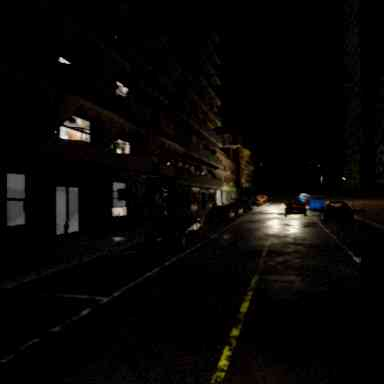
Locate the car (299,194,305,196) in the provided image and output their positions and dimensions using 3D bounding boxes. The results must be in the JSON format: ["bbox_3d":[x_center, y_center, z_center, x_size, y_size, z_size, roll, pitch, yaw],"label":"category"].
[{"bbox_3d":[19.587,1.482,56.401,1.752,1.417,4.829,-1,0,16],"label":"car"}]

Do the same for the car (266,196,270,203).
[{"bbox_3d":[14.536,1.509,69.249,2.192,1.841,5.009,-1,0,16],"label":"car"}]

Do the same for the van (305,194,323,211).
[{"bbox_3d":[14.958,1.283,40.171,1.690,1.788,3.998,-1,0,16],"label":"van"}]

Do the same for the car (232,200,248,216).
[{"bbox_3d":[3.850,1.711,31.754,2.008,1.369,4.403,-1,0,16],"label":"car"}]

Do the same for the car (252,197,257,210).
[{"bbox_3d":[6.857,1.694,42.304,1.752,1.417,4.829,-1,0,16],"label":"car"}]

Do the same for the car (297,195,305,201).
[{"bbox_3d":[27.221,1.510,83.183,1.752,1.417,4.829,-1,0,16],"label":"car"}]

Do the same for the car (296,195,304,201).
[{"bbox_3d":[28.701,1.535,88.376,1.887,1.381,4.507,-1,0,16],"label":"car"}]

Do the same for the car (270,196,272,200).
[{"bbox_3d":[19.119,1.757,85.317,1.887,1.381,4.507,-1,0,16],"label":"car"}]

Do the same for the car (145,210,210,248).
[{"bbox_3d":[-0.731,1.692,15.685,1.887,1.381,4.507,-1,0,16],"label":"car"}]

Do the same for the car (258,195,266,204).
[{"bbox_3d":[11.438,1.709,58.373,1.752,1.417,4.829,-1,0,16],"label":"car"}]

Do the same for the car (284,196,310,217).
[{"bbox_3d":[9.651,1.482,31.129,1.882,1.535,5.008,-2,0,16],"label":"car"}]

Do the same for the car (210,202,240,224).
[{"bbox_3d":[2.324,1.721,26.398,1.947,1.339,4.313,-1,0,16],"label":"car"}]

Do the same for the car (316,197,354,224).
[{"bbox_3d":[10.378,1.368,24.101,1.967,1.590,4.097,-1,0,16],"label":"car"}]

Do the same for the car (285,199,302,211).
[{"bbox_3d":[12.615,1.615,41.562,1.895,1.301,4.718,-2,0,16],"label":"car"}]

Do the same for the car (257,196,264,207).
[{"bbox_3d":[9.958,1.729,53.178,2.008,1.369,4.403,-1,0,16],"label":"car"}]

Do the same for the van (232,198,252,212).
[{"bbox_3d":[5.375,1.506,37.112,1.690,1.788,3.998,-1,0,16],"label":"van"}]
